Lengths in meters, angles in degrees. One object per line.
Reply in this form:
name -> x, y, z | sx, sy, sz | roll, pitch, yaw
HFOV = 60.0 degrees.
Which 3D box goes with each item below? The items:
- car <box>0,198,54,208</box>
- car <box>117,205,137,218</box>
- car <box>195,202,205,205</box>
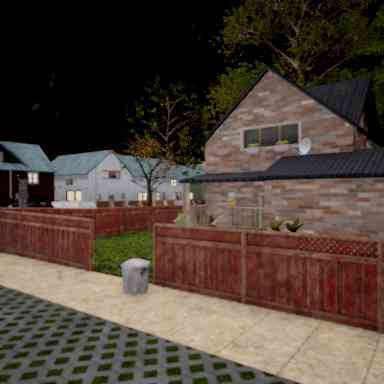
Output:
car -> -12.463, 1.439, 23.394 | 2.150, 2.045, 5.566 | 0, -1, 36
car -> -6.465, 1.915, 31.439 | 1.895, 1.301, 4.718 | 0, -1, 37
car -> 1.514, 1.964, 42.086 | 1.812, 1.442, 4.674 | 0, -1, 37
